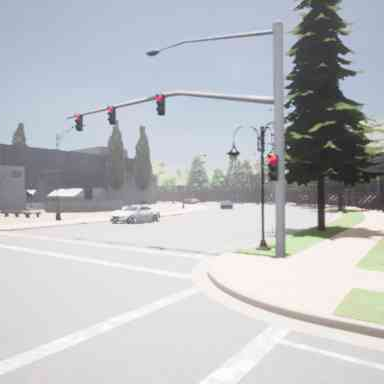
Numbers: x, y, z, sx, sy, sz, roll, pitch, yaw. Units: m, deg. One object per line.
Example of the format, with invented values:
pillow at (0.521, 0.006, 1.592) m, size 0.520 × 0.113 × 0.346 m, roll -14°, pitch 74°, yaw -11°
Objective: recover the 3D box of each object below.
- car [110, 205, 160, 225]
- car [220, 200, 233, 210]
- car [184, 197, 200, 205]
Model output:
car at (-4.473, 1.790, 26.830) m, size 1.812 × 1.442 × 4.674 m, roll -1°, pitch 0°, yaw 35°
car at (5.167, 1.868, 49.599) m, size 2.033 × 1.411 × 5.357 m, roll -1°, pitch 0°, yaw 7°
car at (-0.068, 1.914, 74.246) m, size 2.097 × 1.767 × 4.553 m, roll 0°, pitch -1°, yaw -31°
